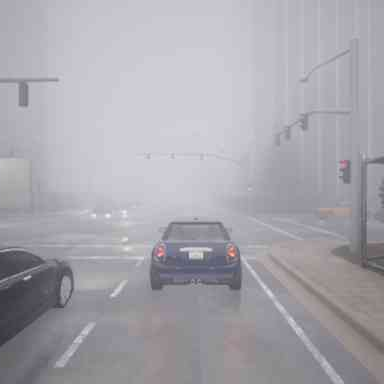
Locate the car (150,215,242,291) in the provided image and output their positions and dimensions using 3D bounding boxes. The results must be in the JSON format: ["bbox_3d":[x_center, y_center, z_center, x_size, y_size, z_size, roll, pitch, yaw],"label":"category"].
[{"bbox_3d":[0.098,1.424,9.390,2.097,1.767,4.553,0,-1,0],"label":"car"}]

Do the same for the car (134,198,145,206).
[{"bbox_3d":[-10.406,2.013,65.990,1.837,1.490,4.892,0,-1,0],"label":"car"}]

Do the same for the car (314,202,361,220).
[{"bbox_3d":[13.311,1.646,29.175,5.008,1.535,1.882,0,0,0],"label":"car"}]

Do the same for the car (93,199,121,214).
[{"bbox_3d":[-10.537,1.663,40.699,2.097,1.767,4.553,0,0,0],"label":"car"}]

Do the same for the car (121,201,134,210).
[{"bbox_3d":[-10.515,1.987,50.615,1.895,1.301,4.718,0,0,0],"label":"car"}]

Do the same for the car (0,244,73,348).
[{"bbox_3d":[-3.423,1.547,5.118,1.837,1.490,4.892,0,0,0],"label":"car"}]
